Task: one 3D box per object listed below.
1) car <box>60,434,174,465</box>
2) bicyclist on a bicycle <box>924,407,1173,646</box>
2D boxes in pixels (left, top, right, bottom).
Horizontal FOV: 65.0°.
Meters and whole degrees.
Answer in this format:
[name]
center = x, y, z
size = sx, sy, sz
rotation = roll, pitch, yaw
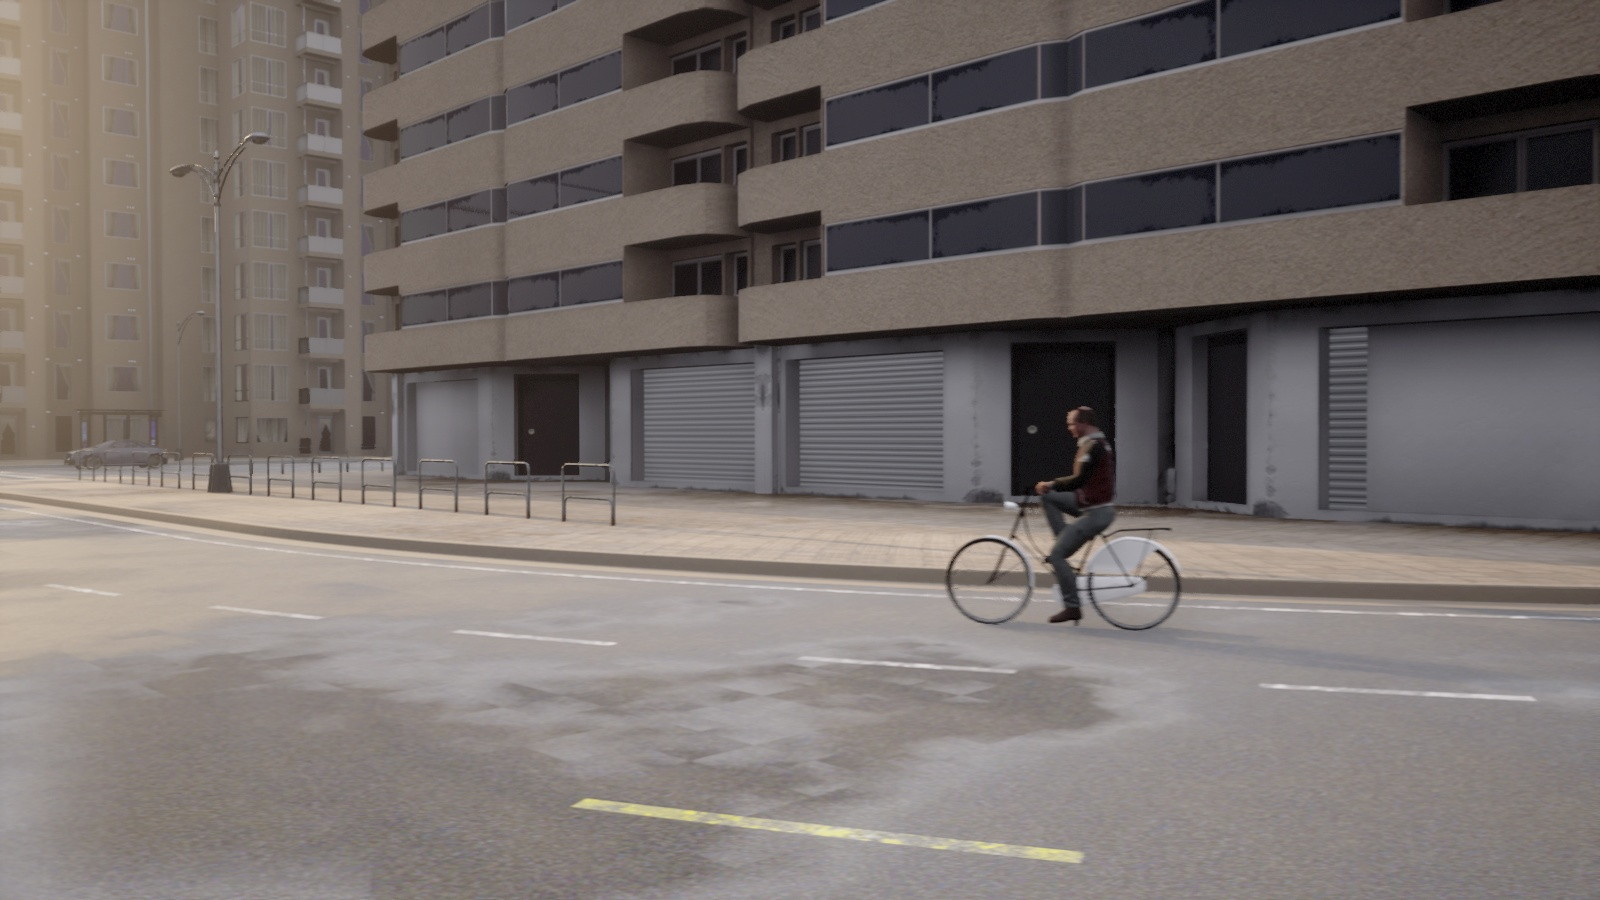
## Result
[car]
center = -31.167, -0.043, 57.370
size = 1.994, 1.385, 4.181
rotation = 1, 1, 45
[bicyclist on a bicycle]
center = 1.971, 0.556, 9.955
size = 1.843, 1.776, 0.659
rotation = 1, 1, 19
